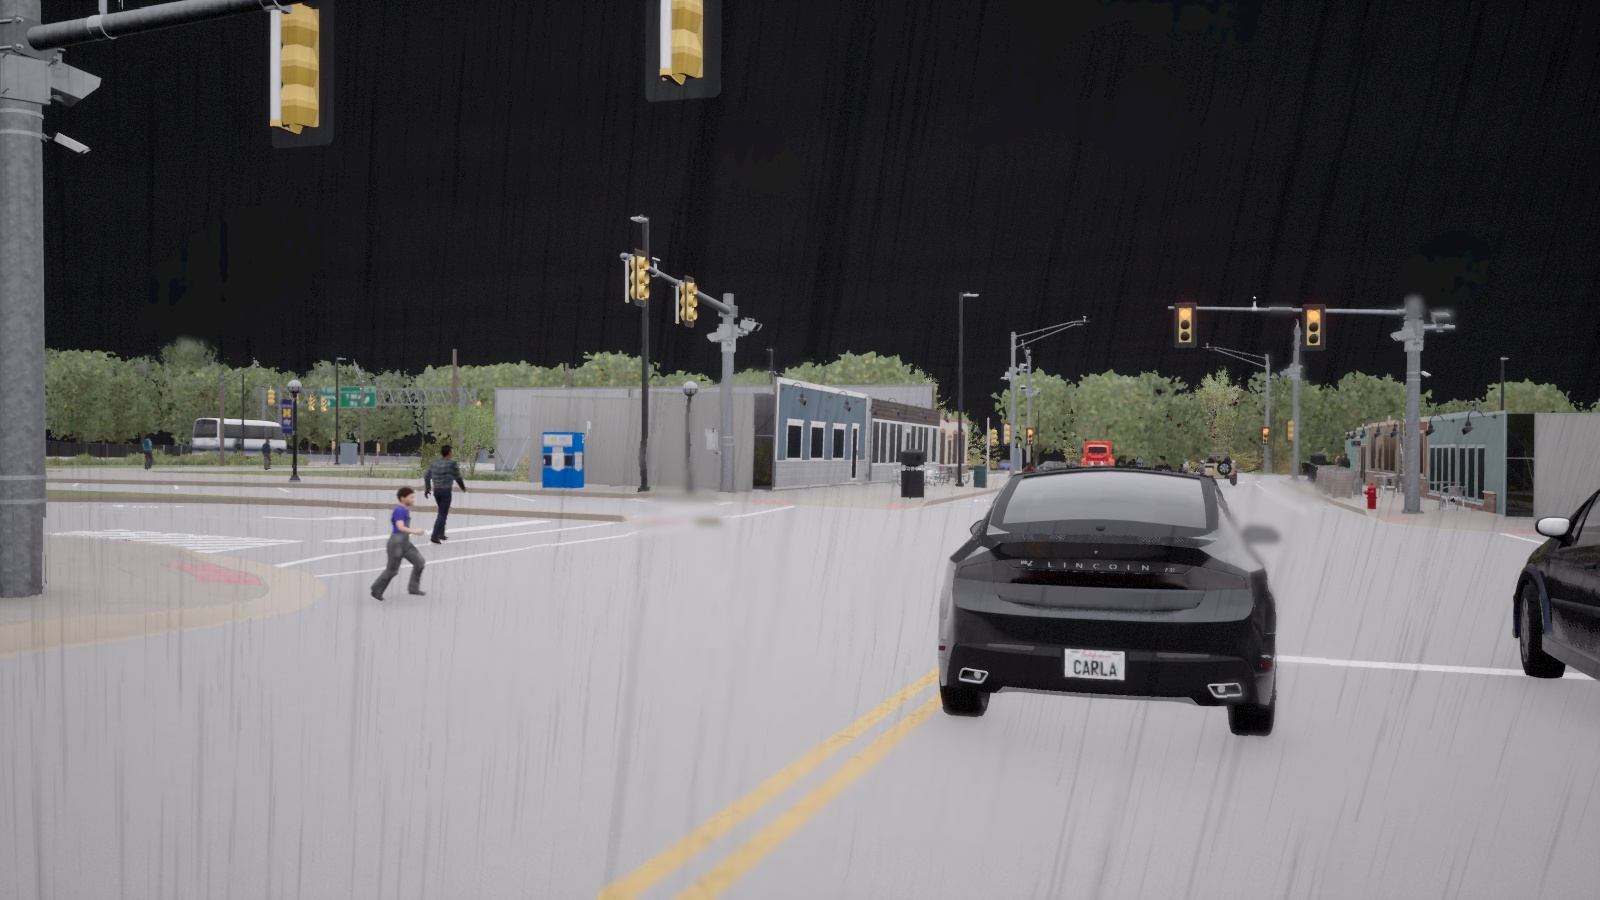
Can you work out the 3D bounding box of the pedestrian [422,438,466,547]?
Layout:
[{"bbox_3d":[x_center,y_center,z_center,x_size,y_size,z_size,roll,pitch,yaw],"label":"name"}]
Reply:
[{"bbox_3d":[-6.500,0.764,22.956,0.423,1.949,0.788,1,1,15],"label":"pedestrian"}]

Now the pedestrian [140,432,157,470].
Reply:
[{"bbox_3d":[-33.836,0.052,65.248,0.396,1.930,0.692,1,1,17],"label":"pedestrian"}]

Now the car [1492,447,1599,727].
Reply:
[{"bbox_3d":[5.806,0.822,7.885,1.851,1.617,3.988,1,-1,18],"label":"car"}]

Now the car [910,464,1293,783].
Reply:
[{"bbox_3d":[2.155,0.886,8.577,1.837,1.490,4.892,1,-1,17],"label":"car"}]

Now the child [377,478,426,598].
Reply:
[{"bbox_3d":[-4.294,0.940,13.535,0.437,1.263,0.270,0,1,3],"label":"child"}]

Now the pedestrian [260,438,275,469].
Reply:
[{"bbox_3d":[-31.088,0.196,73.329,0.402,1.842,0.726,1,1,17],"label":"pedestrian"}]

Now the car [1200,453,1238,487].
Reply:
[{"bbox_3d":[23.680,1.095,71.104,1.932,1.855,4.605,1,0,17],"label":"car"}]
